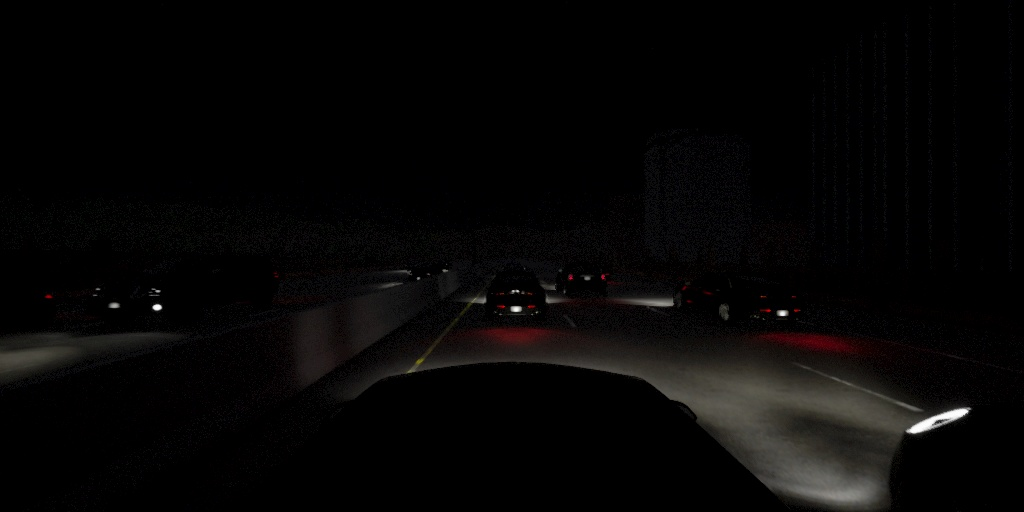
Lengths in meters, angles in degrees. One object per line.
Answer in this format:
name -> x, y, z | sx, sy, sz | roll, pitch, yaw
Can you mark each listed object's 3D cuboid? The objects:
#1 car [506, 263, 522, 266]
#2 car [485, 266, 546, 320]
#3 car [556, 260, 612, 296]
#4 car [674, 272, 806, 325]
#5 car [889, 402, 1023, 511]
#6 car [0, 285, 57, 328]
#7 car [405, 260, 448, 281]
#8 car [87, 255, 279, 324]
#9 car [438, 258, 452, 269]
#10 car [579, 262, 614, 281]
car -> 0.147, 1.306, 30.665 | 2.033, 1.411, 5.357 | 0, 0, 0
car -> 0.120, 1.251, 12.564 | 1.837, 1.490, 4.892 | 0, 0, 0
car -> 3.629, 1.101, 19.357 | 2.097, 1.767, 4.553 | 0, 0, 0
car -> 7.119, 1.254, 11.848 | 1.837, 1.490, 4.892 | 0, 0, 0
car -> 3.636, 1.104, 0.517 | 2.097, 1.767, 4.553 | 0, 0, 0
car -> -14.089, 1.304, 8.501 | 1.994, 1.385, 4.181 | 0, 0, 0
car -> -7.052, 1.302, 29.888 | 2.033, 1.411, 5.357 | 0, 0, 0
car -> -10.584, 0.963, 12.308 | 2.150, 2.045, 5.566 | 0, 0, 0
car -> -10.468, 1.159, 54.417 | 2.097, 1.767, 4.553 | 0, 0, 1
car -> 7.146, 1.267, 30.817 | 1.837, 1.490, 4.892 | 0, 0, 0
